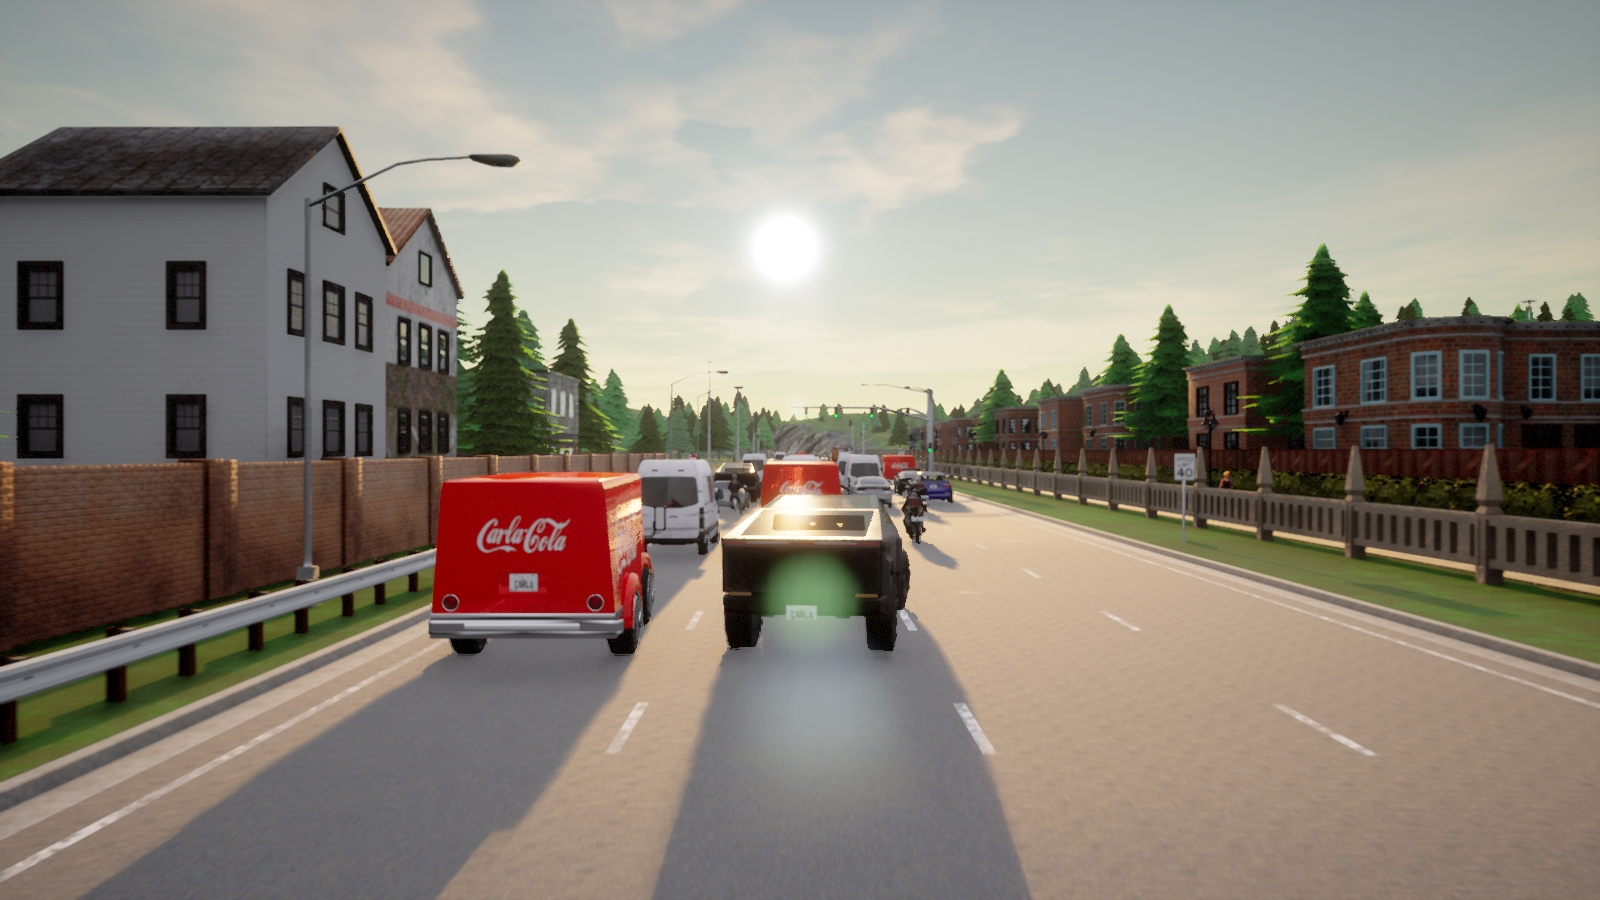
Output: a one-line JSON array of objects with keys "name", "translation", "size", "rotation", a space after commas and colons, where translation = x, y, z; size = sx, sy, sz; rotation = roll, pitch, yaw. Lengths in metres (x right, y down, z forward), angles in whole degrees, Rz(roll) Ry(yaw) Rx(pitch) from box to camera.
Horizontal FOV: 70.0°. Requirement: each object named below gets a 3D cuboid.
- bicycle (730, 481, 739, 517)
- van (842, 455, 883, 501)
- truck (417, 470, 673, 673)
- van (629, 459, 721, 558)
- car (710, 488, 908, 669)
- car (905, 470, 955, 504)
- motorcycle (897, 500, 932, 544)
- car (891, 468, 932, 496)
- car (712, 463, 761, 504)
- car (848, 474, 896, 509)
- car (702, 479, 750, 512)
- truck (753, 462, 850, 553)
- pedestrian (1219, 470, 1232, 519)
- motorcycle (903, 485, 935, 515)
[{"name": "bicycle", "translation": [-2.827, 2.079, 49.061], "size": [0.329, 1.471, 1.835], "rotation": [0, 0, -5]}, {"name": "van", "translation": [3.595, 1.561, 66.575], "size": [1.988, 2.561, 5.915], "rotation": [0, 0, 0]}, {"name": "truck", "translation": [-3.484, 1.573, 16.924], "size": [2.627, 2.467, 5.204], "rotation": [0, 0, 0]}, {"name": "van", "translation": [-3.472, 1.547, 32.893], "size": [1.988, 2.561, 5.915], "rotation": [0, 0, 0]}, {"name": "car", "translation": [0.403, 1.761, 17.890], "size": [2.390, 2.098, 6.274], "rotation": [0, 0, 7]}, {"name": "car", "translation": [7.061, 1.993, 62.443], "size": [2.242, 1.667, 4.611], "rotation": [0, 0, 0]}, {"name": "motorcycle", "translation": [3.541, 2.219, 35.503], "size": [0.867, 1.251, 2.209], "rotation": [0, 0, 0]}, {"name": "car", "translation": [7.072, 2.010, 72.753], "size": [2.097, 1.638, 5.238], "rotation": [0, 0, 0]}, {"name": "car", "translation": [-3.436, 1.778, 63.252], "size": [2.390, 2.098, 6.274], "rotation": [0, 0, 0]}, {"name": "car", "translation": [3.558, 2.056, 57.370], "size": [2.097, 1.535, 5.006], "rotation": [0, 0, 0]}, {"name": "car", "translation": [-3.499, 2.140, 54.385], "size": [1.994, 1.385, 4.181], "rotation": [0, 0, 0]}, {"name": "truck", "translation": [0.032, 1.574, 33.543], "size": [2.627, 2.467, 5.204], "rotation": [0, -1, 0]}, {"name": "pedestrian", "translation": [16.443, 1.718, 44.159], "size": [0.375, 1.860, 0.375], "rotation": [0, 0, 0]}, {"name": "motorcycle", "translation": [5.345, 2.225, 51.484], "size": [0.867, 1.251, 2.209], "rotation": [0, 0, -10]}]
